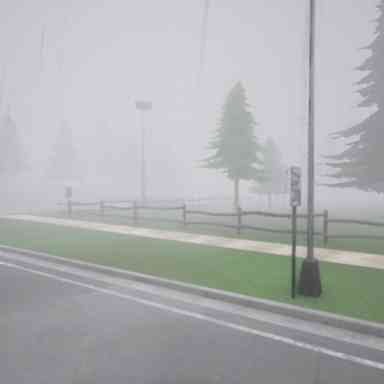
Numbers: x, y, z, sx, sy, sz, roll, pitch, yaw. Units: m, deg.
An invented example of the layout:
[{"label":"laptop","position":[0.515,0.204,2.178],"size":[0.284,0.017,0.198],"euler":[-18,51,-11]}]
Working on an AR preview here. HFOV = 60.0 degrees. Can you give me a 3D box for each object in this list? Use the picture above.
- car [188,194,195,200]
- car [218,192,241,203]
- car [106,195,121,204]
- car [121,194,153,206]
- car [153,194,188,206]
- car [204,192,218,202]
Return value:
[{"label":"car","position":[-1.219,1.188,68.506],"size":[2.128,1.511,4.902],"euler":[1,0,35]},{"label":"car","position":[7.389,1.166,62.493],"size":[2.097,1.767,4.553],"euler":[1,0,35]},{"label":"car","position":[-11.625,1.152,53.839],"size":[2.128,1.511,4.902],"euler":[1,0,35]},{"label":"car","position":[-7.227,1.266,47.955],"size":[2.033,1.411,5.357],"euler":[1,0,35]},{"label":"car","position":[-3.049,1.274,47.792],"size":[1.812,1.442,4.674],"euler":[1,0,35]},{"label":"car","position":[4.492,1.000,64.456],"size":[2.150,2.045,5.566],"euler":[1,0,35]}]
